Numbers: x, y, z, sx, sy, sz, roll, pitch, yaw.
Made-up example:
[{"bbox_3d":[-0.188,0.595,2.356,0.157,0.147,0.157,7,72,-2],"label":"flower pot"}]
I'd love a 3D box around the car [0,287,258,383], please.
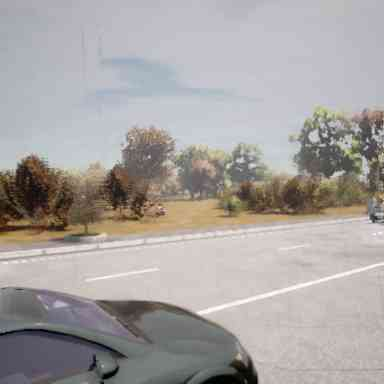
[{"bbox_3d":[-1.415,1.562,2.737,4.181,1.385,1.994,0,0,-36],"label":"car"}]

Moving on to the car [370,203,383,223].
[{"bbox_3d":[14.155,1.376,23.070,4.902,1.511,2.128,0,0,-38],"label":"car"}]
